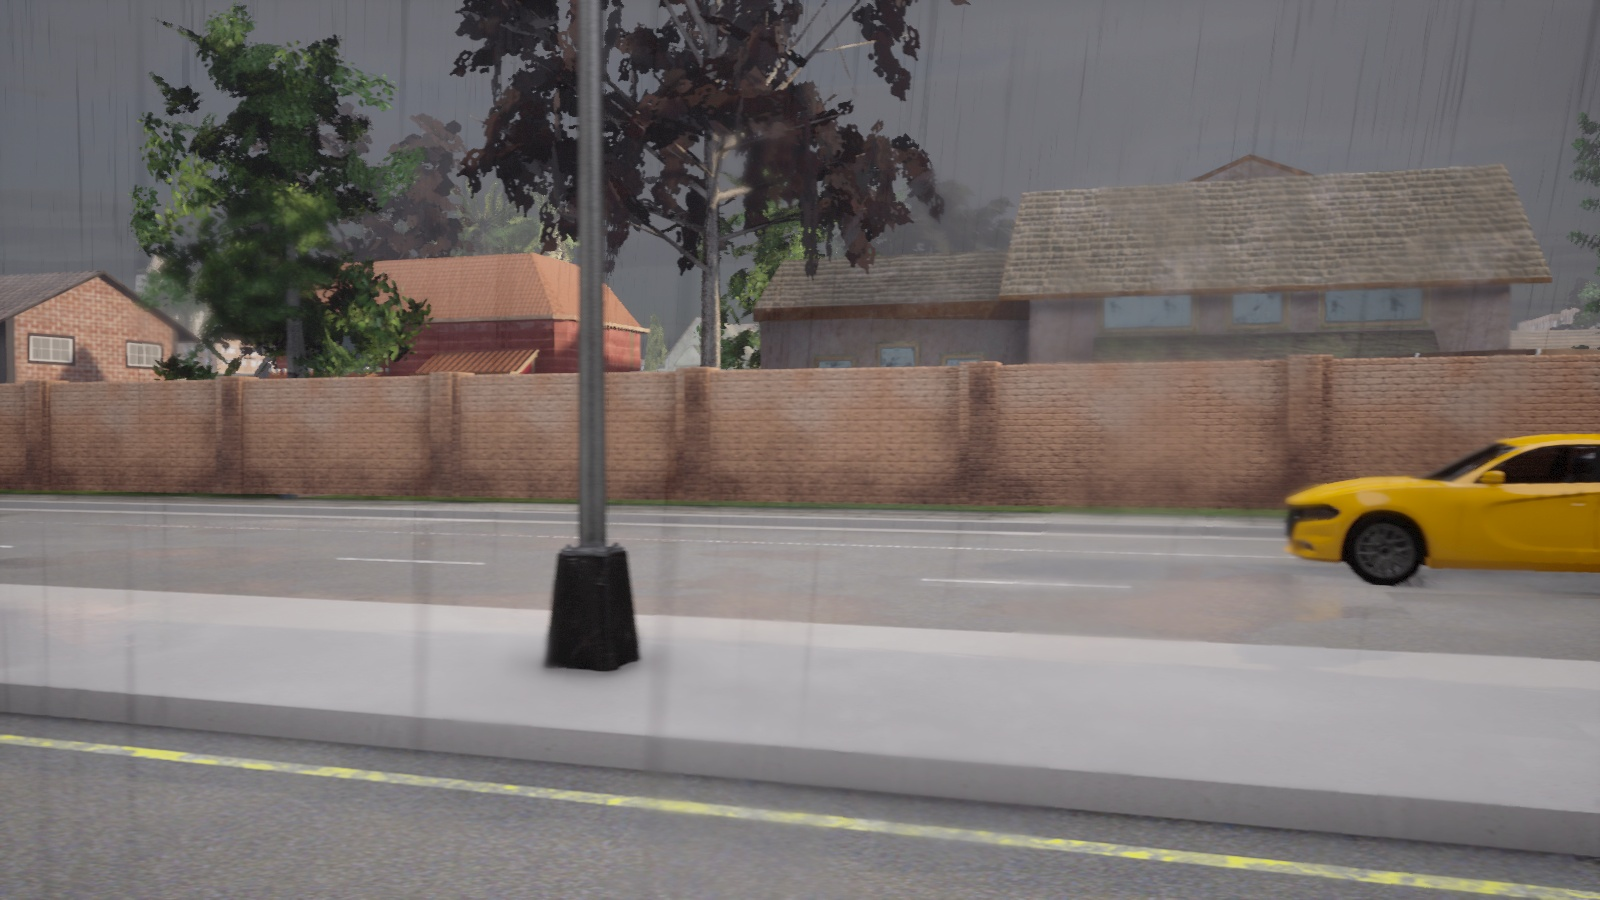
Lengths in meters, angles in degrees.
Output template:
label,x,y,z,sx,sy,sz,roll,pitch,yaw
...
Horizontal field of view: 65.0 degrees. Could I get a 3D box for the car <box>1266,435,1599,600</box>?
label,x,y,z,sx,sy,sz,roll,pitch,yaw
car,7.471,0.631,12.819,5.008,1.535,1.882,1,1,18
